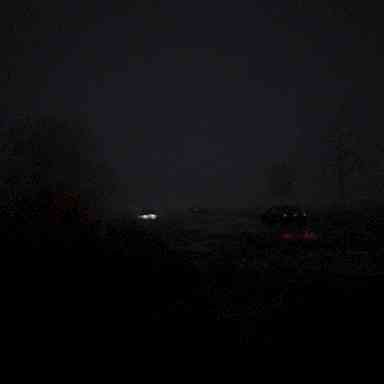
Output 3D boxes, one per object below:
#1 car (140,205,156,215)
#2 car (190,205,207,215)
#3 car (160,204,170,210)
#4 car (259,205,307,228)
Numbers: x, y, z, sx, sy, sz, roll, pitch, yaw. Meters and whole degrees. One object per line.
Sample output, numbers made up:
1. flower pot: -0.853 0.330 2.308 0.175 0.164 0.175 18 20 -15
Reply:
1. car: -7.328 3.200 56.296 1.994 1.385 4.181 -2 -1 -13
2. car: 0.939 2.799 51.920 1.994 1.385 4.181 -2 -1 -14
3. car: -6.761 3.783 83.943 1.994 1.385 4.181 -2 -1 -14
4. car: 7.077 1.790 26.369 2.097 1.767 4.553 -2 -1 -14
